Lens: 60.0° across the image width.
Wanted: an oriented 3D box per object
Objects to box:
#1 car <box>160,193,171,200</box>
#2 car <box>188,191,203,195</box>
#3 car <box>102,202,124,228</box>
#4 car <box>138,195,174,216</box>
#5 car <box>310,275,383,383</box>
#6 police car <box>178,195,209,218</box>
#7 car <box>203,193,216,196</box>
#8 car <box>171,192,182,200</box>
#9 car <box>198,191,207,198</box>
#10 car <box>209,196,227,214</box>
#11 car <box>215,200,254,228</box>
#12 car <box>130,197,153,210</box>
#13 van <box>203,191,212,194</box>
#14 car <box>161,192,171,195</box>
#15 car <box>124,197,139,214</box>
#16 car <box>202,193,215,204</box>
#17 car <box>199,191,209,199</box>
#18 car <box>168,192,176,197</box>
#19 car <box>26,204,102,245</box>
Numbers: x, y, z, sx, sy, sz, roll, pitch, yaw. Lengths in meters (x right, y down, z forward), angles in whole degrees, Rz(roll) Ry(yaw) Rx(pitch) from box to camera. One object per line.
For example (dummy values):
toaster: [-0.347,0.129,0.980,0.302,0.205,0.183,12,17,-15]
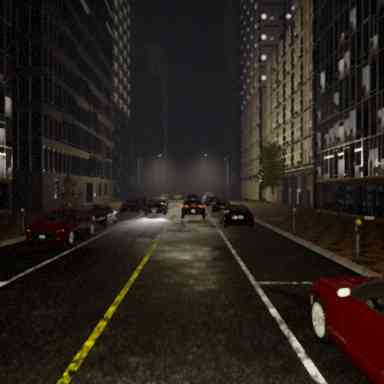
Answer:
car: [-5.657,0.982,71.792,2.008,1.369,4.403,0,0,0]
car: [0.079,1.013,44.456,2.097,1.767,4.553,0,0,0]
car: [-5.680,1.430,20.560,1.802,1.307,4.206,0,0,0]
car: [-3.084,1.271,29.511,2.128,1.511,4.902,0,0,0]
car: [2.694,1.519,3.472,1.887,1.381,4.507,0,0,0]
police car: [0.109,1.295,28.108,2.038,1.542,4.974,0,0,0]
car: [2.712,1.237,43.316,1.947,1.339,4.313,0,0,0]
car: [-2.969,0.948,71.099,1.812,1.442,4.674,0,0,0]
car: [2.733,0.596,88.851,2.192,1.841,5.009,0,1,0]
car: [2.706,1.327,31.932,1.947,1.339,4.313,0,0,0]
car: [2.701,1.414,20.548,1.947,1.339,4.313,0,0,0]
car: [-5.672,1.282,37.637,1.947,1.339,4.313,0,0,0]
van: [2.715,0.966,49.008,1.690,1.788,3.998,0,0,0]
car: [-5.659,1.007,65.928,1.752,1.417,4.829,0,0,0]
car: [-5.674,1.305,31.944,1.887,1.381,4.507,0,0,0]
car: [2.717,1.018,54.700,1.967,1.590,4.097,0,0,0]
car: [2.728,0.697,77.466,2.192,1.841,5.009,0,1,0]
car: [-5.646,0.780,94.560,2.008,1.369,4.403,0,1,0]
car: [-5.682,1.436,14.866,1.887,1.381,4.507,0,0,0]
